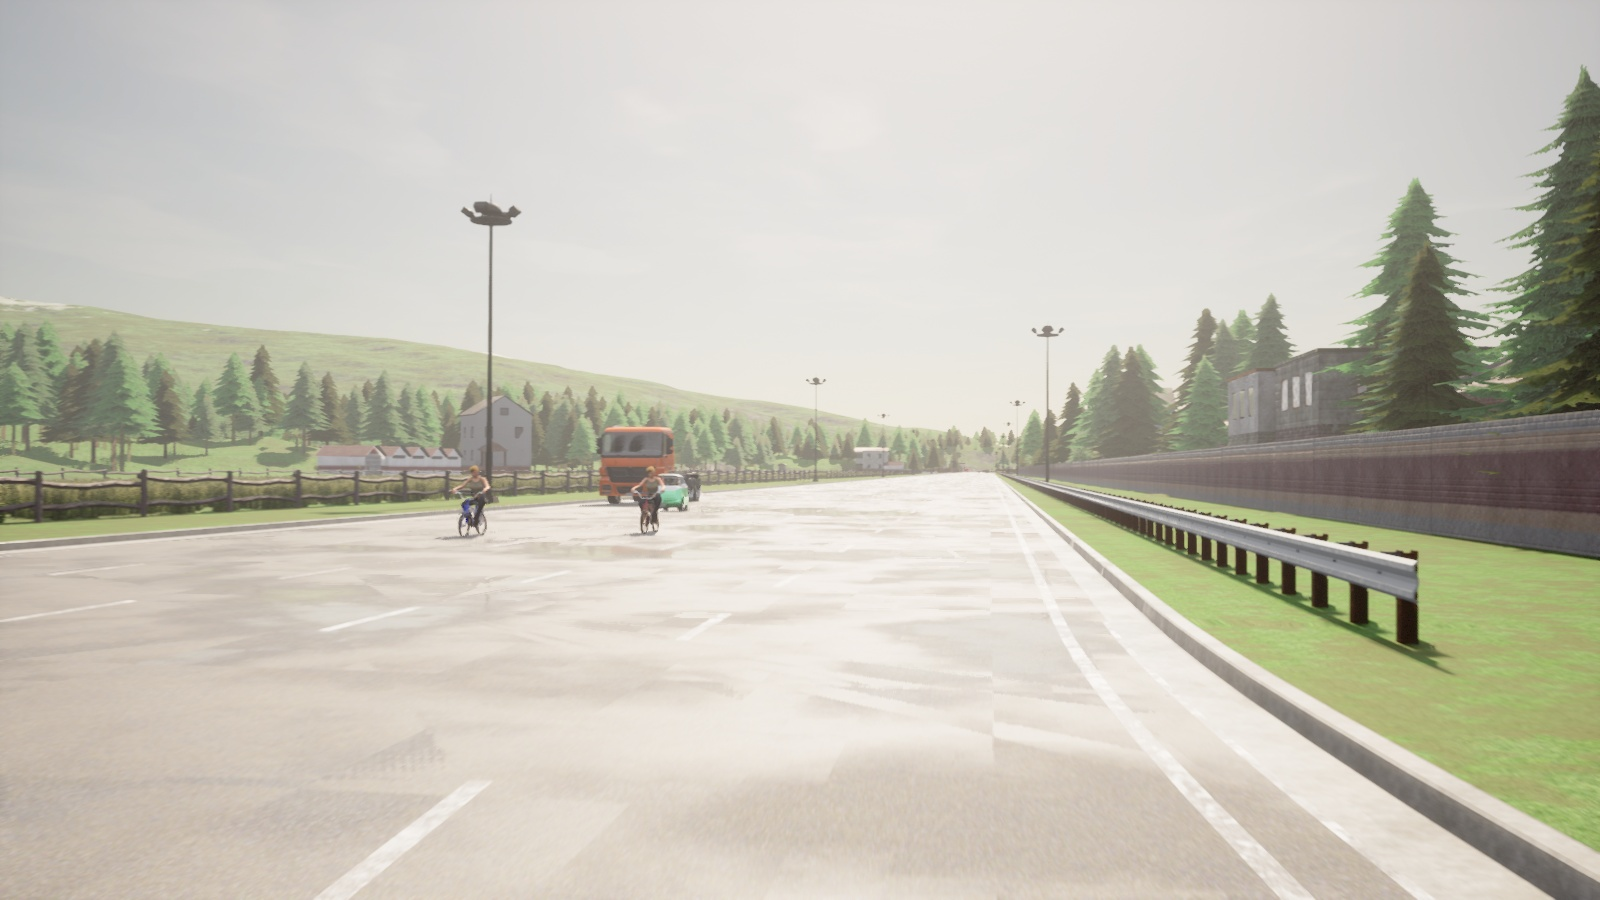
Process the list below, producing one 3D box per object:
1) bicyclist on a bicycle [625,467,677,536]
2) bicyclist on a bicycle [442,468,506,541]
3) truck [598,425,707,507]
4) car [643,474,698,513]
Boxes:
[{"bbox_3d":[-3.560,1.219,30.071,0.866,1.612,1.509,0,-1,9],"label":"bicyclist on a bicycle"},{"bbox_3d":[-7.356,1.206,28.384,0.866,1.612,1.509,0,-1,9],"label":"bicyclist on a bicycle"},{"bbox_3d":[-6.541,0.723,57.084,2.891,3.462,7.936,0,-1,9],"label":"truck"},{"bbox_3d":[-4.714,1.581,45.784,1.481,1.376,2.207,0,-1,9],"label":"car"}]
